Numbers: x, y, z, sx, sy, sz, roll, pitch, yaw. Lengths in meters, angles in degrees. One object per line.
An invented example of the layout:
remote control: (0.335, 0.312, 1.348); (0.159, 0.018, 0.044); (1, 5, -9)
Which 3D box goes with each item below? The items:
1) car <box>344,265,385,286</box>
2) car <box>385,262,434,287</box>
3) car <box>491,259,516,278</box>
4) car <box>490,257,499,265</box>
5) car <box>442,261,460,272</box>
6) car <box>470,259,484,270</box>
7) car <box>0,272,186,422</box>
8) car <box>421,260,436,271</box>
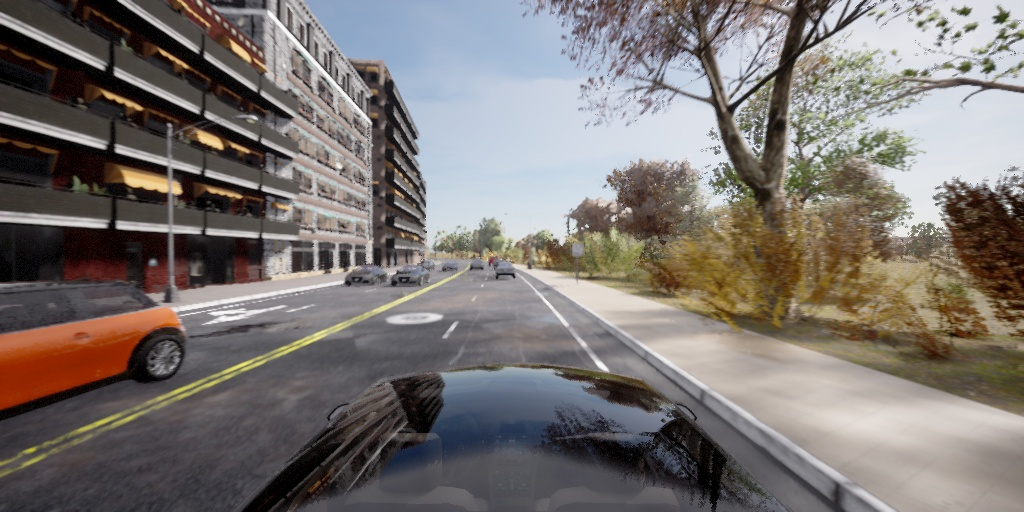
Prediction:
car: (-10.277, 1.370, 25.610); (1.994, 1.385, 4.181); (0, 0, -2)
car: (-7.008, 1.352, 25.057); (1.994, 1.385, 4.181); (0, 0, -2)
car: (-0.650, 1.298, 33.534); (2.033, 1.411, 5.357); (0, 0, -3)
car: (-1.861, 1.253, 53.282); (1.837, 1.490, 4.892); (0, 0, -4)
car: (-8.038, 1.352, 47.494); (1.994, 1.385, 4.181); (0, 0, -4)
car: (-5.023, 1.332, 51.487); (1.994, 1.385, 4.181); (0, 0, -3)
car: (-6.626, 1.138, 4.169); (2.097, 1.767, 4.553); (0, 0, 0)
car: (-11.288, 1.323, 47.438); (1.837, 1.490, 4.892); (0, 0, -4)
